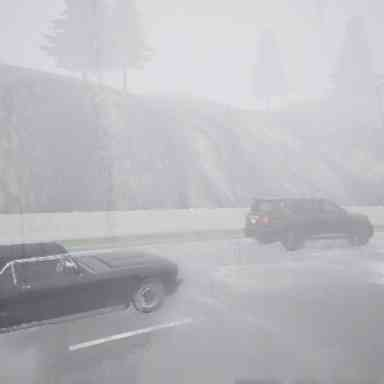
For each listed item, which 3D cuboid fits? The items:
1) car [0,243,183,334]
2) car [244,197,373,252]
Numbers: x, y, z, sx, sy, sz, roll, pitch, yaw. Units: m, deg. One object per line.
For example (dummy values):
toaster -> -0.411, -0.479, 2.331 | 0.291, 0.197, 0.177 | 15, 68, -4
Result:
car -> -2.540, 1.601, 6.002 | 4.718, 1.301, 1.895 | 0, 0, -34
car -> 4.861, 1.221, 13.892 | 5.566, 2.045, 2.150 | 0, 0, -22
